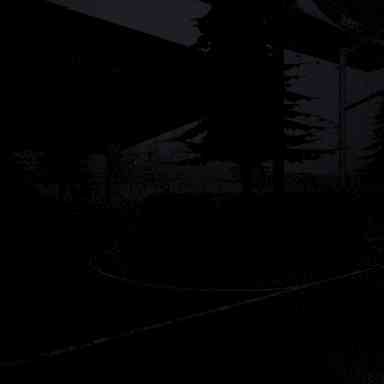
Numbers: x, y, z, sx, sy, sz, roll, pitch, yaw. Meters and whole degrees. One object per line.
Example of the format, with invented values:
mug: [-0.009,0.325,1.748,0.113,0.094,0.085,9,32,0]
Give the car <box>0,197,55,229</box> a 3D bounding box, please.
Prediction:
car: [-11.886,1.313,23.526,3.866,1.878,1.905,0,0,-36]
